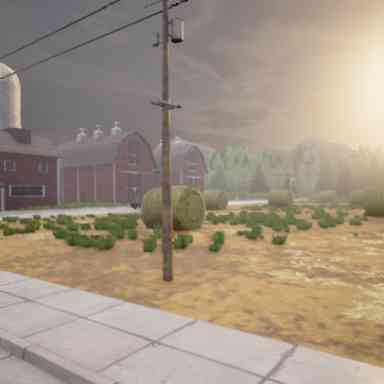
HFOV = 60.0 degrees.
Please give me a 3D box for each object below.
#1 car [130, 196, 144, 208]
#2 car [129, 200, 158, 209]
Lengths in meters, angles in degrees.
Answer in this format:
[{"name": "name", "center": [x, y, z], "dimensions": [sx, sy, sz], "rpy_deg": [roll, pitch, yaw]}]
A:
[{"name": "car", "center": [-6.936, 1.584, 50.597], "dimensions": [2.150, 2.045, 5.566], "rpy_deg": [-1, 0, 34]}, {"name": "car", "center": [-8.001, 2.002, 55.257], "dimensions": [1.895, 1.301, 4.718], "rpy_deg": [-1, 0, 35]}]
